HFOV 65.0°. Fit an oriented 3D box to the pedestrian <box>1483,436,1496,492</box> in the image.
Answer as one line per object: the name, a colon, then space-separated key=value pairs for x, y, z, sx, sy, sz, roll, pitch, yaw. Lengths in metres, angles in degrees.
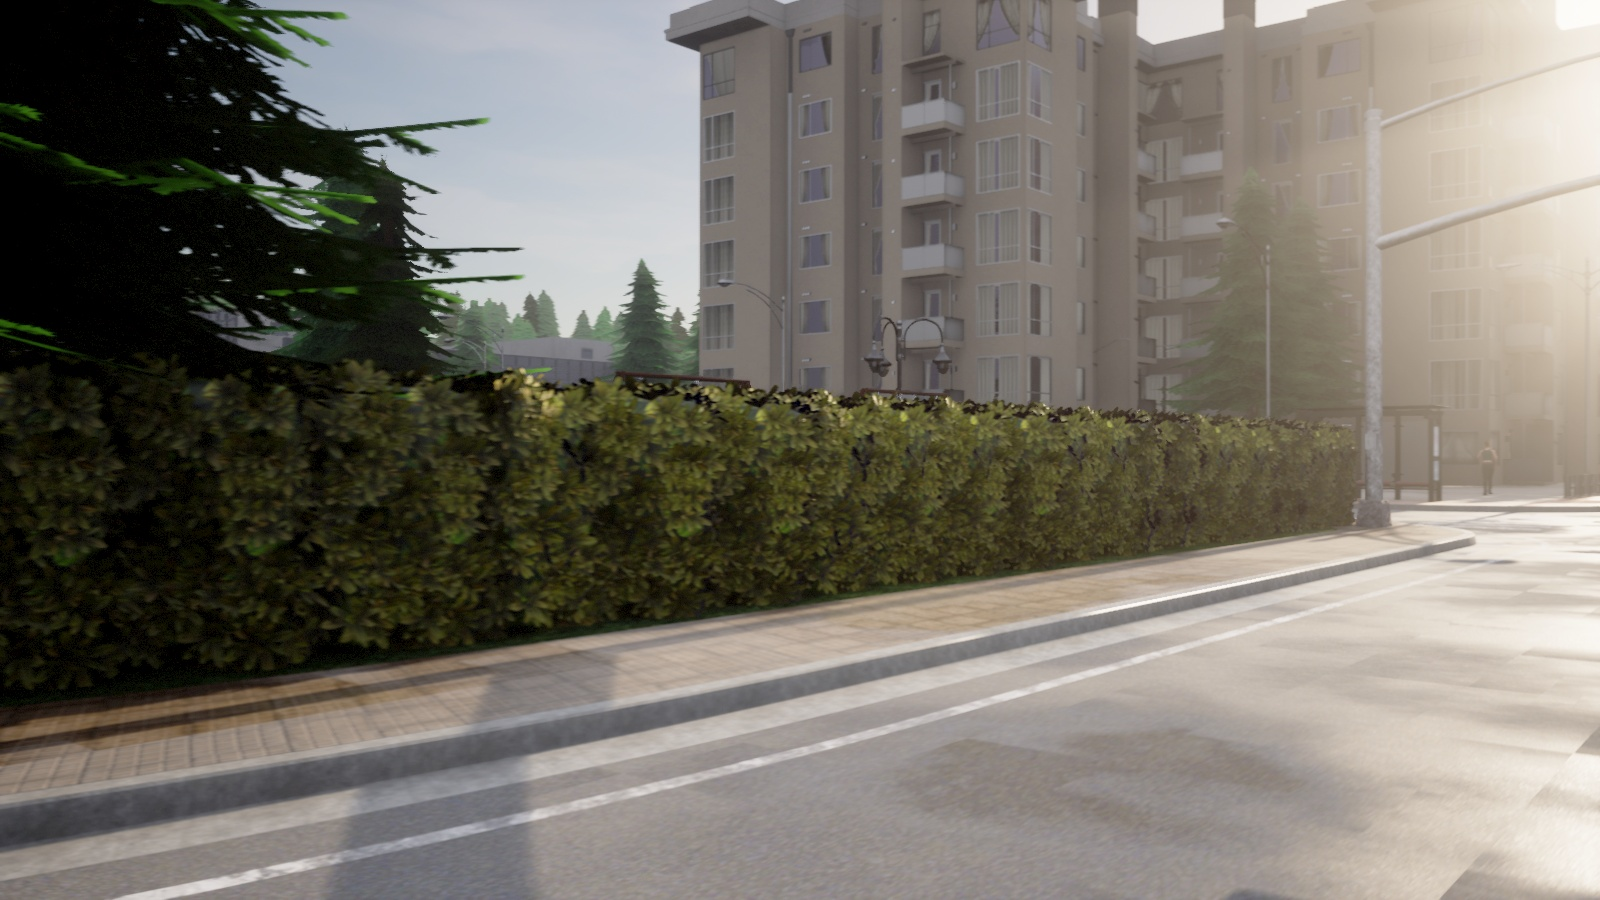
pedestrian: x=22.827 y=0.474 z=41.575 sx=0.345 sy=1.836 sz=0.594 roll=0 pitch=0 yaw=29
